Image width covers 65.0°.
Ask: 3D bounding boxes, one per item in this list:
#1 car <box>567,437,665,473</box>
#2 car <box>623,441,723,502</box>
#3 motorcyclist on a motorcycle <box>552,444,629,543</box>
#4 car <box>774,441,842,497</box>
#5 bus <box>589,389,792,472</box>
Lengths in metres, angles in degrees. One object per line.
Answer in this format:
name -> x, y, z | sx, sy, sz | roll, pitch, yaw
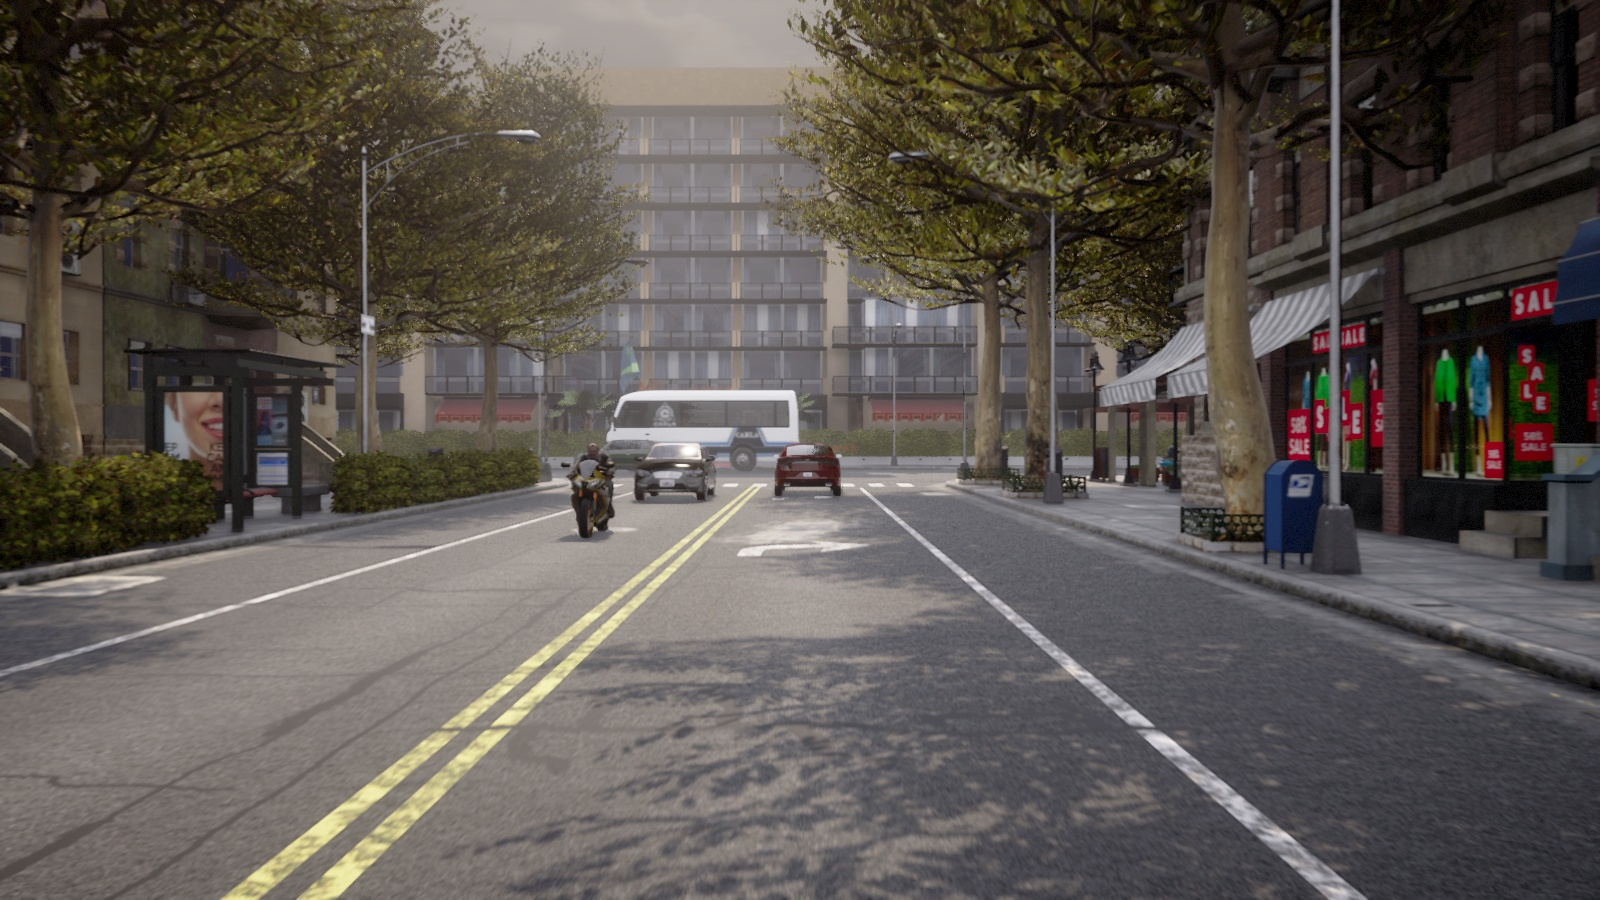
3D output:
car -> -9.064, 0.247, 62.273 | 4.553, 1.767, 2.097 | 0, 0, 0
car -> -3.295, 0.511, 33.524 | 2.128, 1.511, 4.902 | 0, 0, 0
motorcyclist on a motorcycle -> -3.369, 0.664, 20.398 | 0.866, 1.530, 2.191 | 0, 0, 0
car -> 0.227, 0.514, 37.315 | 1.882, 1.535, 5.008 | 0, 0, 0
bus -> -5.599, -1.005, 65.759 | 10.273, 4.253, 3.944 | 0, 0, 0
